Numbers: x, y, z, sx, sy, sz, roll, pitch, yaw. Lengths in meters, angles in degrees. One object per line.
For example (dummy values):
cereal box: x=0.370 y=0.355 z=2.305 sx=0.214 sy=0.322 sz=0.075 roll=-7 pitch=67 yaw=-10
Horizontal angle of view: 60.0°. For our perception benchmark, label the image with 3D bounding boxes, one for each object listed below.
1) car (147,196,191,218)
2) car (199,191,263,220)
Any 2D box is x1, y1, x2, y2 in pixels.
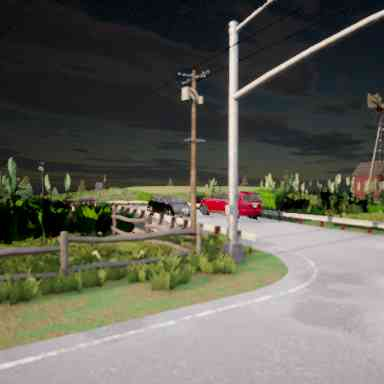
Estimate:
car: x=-1.676 y=1.064 z=24.869 sx=2.128 sy=1.511 sz=4.902 roll=0 pitch=2 yaw=-32
car: x=2.780 y=0.922 z=24.527 sx=2.150 sy=2.045 sz=5.566 roll=0 pitch=2 yaw=-33
